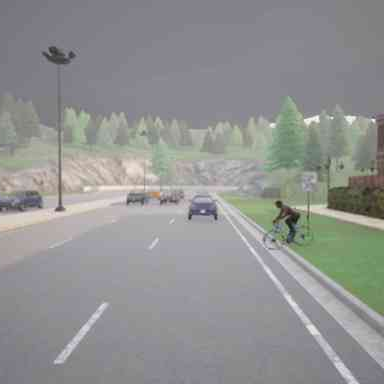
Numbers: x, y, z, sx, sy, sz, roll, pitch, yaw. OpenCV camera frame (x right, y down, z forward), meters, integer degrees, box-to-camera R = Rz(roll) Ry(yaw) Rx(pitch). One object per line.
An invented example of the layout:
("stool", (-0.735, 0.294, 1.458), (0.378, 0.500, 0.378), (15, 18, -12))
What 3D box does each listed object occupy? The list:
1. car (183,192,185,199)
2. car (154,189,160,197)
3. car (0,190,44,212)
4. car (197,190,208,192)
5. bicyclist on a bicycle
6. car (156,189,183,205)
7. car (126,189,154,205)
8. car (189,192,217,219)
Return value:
("car", (-2.058, 0.332, 48.057), (2.033, 1.411, 5.357), (0, 1, 2))
("car", (-5.510, 0.222, 49.395), (1.882, 1.535, 5.008), (0, 1, 2))
("car", (-14.294, 0.624, 27.705), (2.097, 1.767, 4.553), (0, 2, 2))
("car", (1.478, 0.425, 46.749), (1.895, 1.301, 4.718), (0, 1, 2))
("bicyclist on a bicycle", (3.106, 1.070, 10.921), (1.656, 1.620, 0.582), (-8, 1, 2))
("car", (-2.374, 0.672, 36.621), (1.895, 1.301, 4.718), (0, 1, 2))
("car", (-5.880, 0.559, 36.513), (2.128, 1.511, 4.902), (0, 2, 2))
("car", (0.739, 0.956, 22.548), (1.812, 1.442, 4.674), (0, 1, 2))
